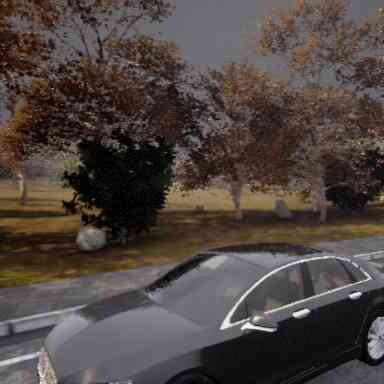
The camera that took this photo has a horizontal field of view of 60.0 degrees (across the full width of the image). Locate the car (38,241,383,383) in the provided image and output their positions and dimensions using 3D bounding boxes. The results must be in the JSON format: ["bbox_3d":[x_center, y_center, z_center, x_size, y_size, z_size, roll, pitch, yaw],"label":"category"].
[{"bbox_3d":[0.724,1.473,4.242,4.892,1.490,1.837,0,0,-32],"label":"car"}]
